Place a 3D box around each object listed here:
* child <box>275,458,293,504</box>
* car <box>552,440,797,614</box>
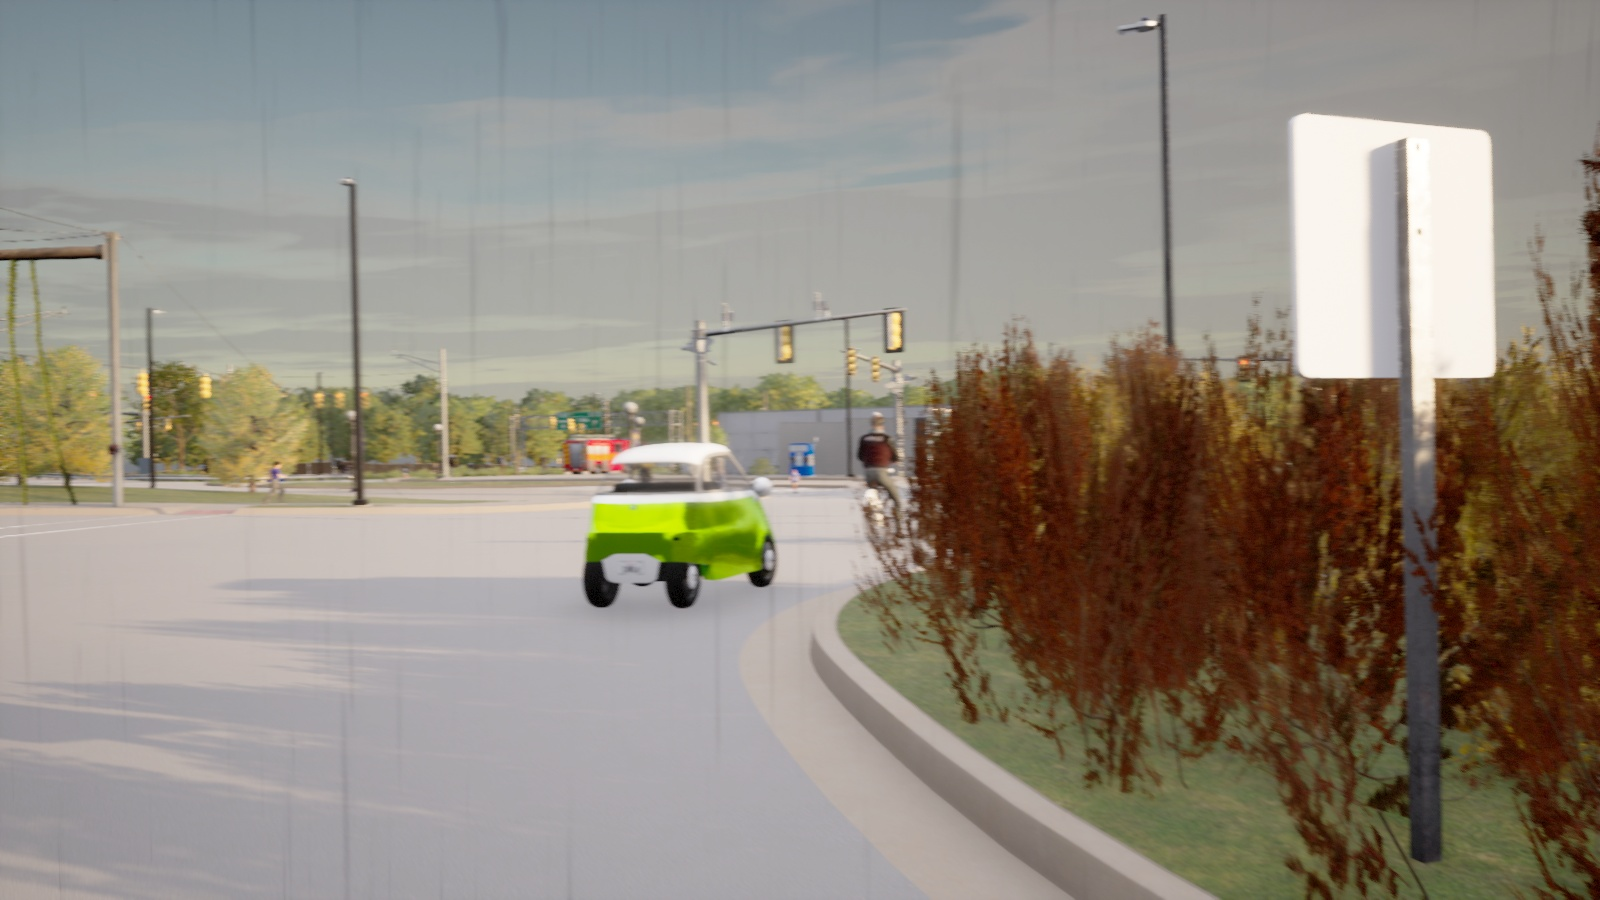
[{"bbox_3d":[-14.505,0.867,35.324,0.437,1.263,0.270,-1,0,-22],"label":"child"},{"bbox_3d":[-1.040,0.618,11.254,1.481,1.376,2.207,-1,1,15],"label":"car"}]
